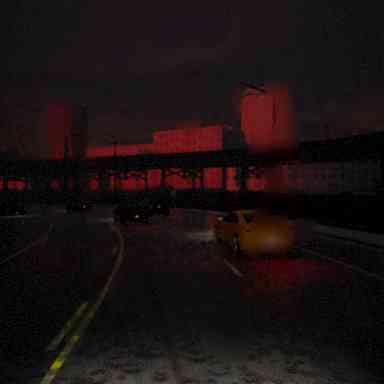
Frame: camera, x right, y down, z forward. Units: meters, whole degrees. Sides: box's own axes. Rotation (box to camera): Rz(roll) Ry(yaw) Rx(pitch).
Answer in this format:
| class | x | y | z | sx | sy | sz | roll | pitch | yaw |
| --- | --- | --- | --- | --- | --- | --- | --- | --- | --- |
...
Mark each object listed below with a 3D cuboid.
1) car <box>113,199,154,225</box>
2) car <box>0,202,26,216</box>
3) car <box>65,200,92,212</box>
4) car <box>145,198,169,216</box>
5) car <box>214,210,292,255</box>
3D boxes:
| class | x | y | z | sx | sy | sz | roll | pitch | yaw |
| --- | --- | --- | --- | --- | --- | --- | --- | --- | --- |
| car | -4.567 | 1.487 | 24.472 | 1.882 | 1.535 | 5.008 | 0 | 0 | -21 |
| car | -19.152 | 1.730 | 35.174 | 2.033 | 1.411 | 5.357 | -1 | 0 | -40 |
| car | -13.481 | 1.638 | 39.360 | 1.994 | 1.385 | 4.181 | -1 | 0 | -39 |
| car | -3.856 | 1.333 | 31.115 | 2.097 | 1.767 | 4.553 | -1 | 0 | -27 |
| car | 2.240 | 1.454 | 13.442 | 1.882 | 1.535 | 5.008 | 0 | 0 | -9 |
